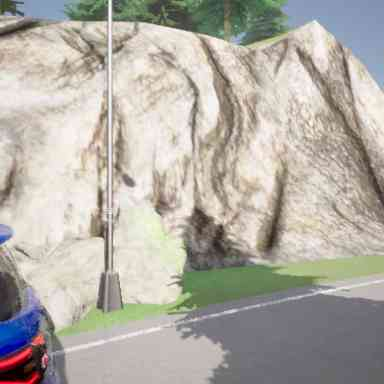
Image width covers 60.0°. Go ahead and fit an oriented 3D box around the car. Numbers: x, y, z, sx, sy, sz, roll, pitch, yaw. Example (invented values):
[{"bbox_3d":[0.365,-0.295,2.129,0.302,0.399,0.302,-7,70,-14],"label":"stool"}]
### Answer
[{"bbox_3d":[-3.491,1.222,1.279,5.566,2.045,2.150,0,0,-35],"label":"car"}]
